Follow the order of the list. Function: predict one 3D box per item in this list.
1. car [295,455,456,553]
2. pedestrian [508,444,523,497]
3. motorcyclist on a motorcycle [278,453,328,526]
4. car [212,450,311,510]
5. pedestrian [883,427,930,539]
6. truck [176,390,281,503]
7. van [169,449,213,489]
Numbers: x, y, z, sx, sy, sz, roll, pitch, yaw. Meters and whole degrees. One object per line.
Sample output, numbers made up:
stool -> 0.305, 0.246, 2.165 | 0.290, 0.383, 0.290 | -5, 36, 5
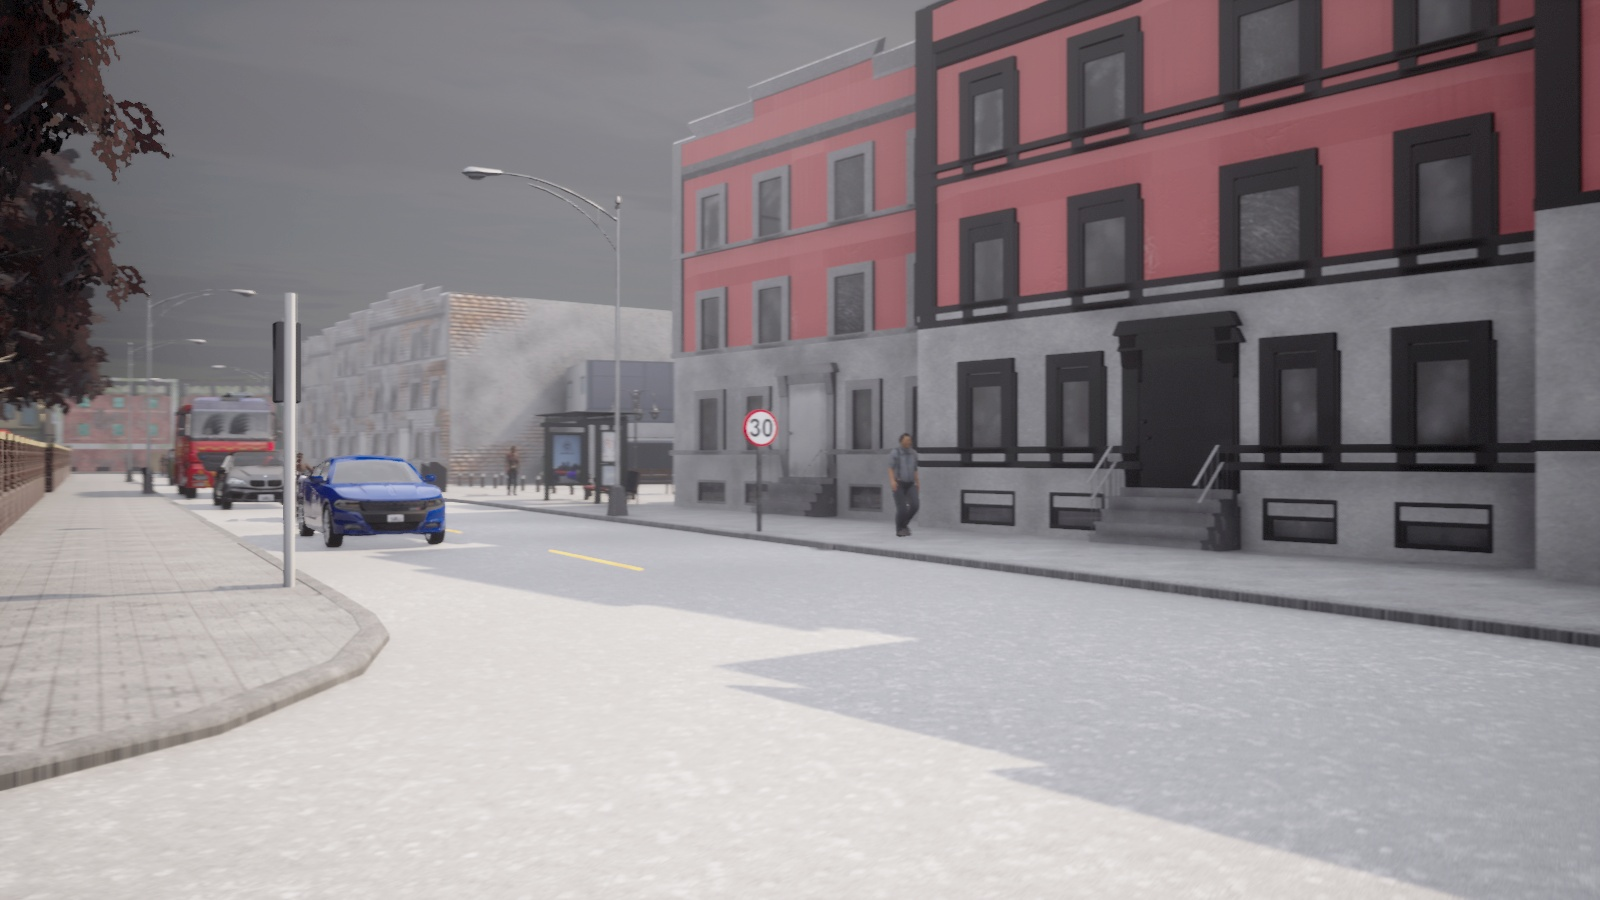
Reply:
car -> -7.652, 0.866, 22.309 | 1.882, 1.535, 5.008 | 0, 0, -29
pedestrian -> -9.873, 0.709, 43.611 | 0.328, 1.805, 0.869 | 0, 0, -26
motorcyclist on a motorcycle -> -11.681, 0.891, 29.476 | 0.766, 1.649, 2.350 | 0, 0, -29
car -> -16.013, 0.841, 37.218 | 2.242, 1.667, 4.611 | 0, 0, -29
pedestrian -> 1.792, 0.549, 21.205 | 0.540, 1.848, 0.694 | 0, 0, -22
truck -> -21.646, -0.095, 47.272 | 2.891, 3.827, 8.468 | 0, 0, -29
van -> -31.258, 0.947, 64.415 | 1.775, 1.987, 4.442 | 0, 0, -29
